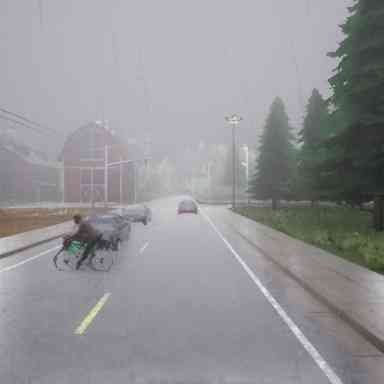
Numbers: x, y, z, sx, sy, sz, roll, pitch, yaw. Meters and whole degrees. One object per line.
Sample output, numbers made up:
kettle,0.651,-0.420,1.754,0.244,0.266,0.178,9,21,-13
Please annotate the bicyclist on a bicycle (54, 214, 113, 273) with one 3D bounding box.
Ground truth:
bicyclist on a bicycle,-3.027,1.453,9.278,1.656,1.620,0.582,0,0,-1

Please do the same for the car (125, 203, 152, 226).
car,-3.958,1.526,23.737,1.812,1.442,4.674,0,0,-1

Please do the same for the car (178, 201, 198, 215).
car,-0.440,1.564,34.247,1.994,1.385,4.181,0,0,-1

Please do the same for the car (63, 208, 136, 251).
car,-3.801,1.564,13.906,1.994,1.385,4.181,0,0,-1
